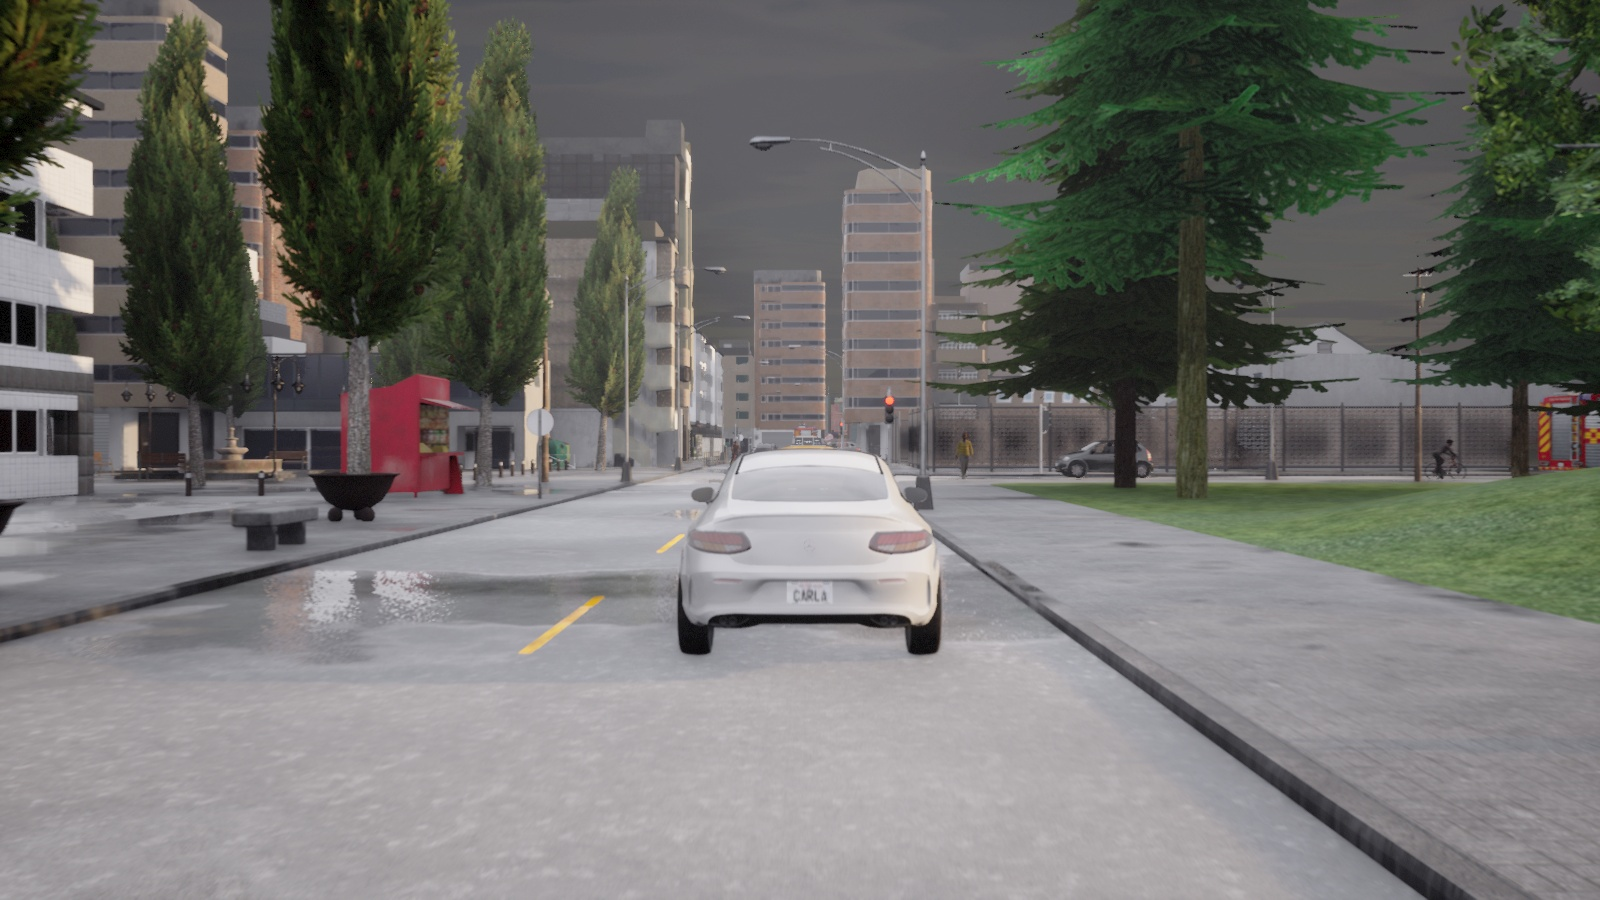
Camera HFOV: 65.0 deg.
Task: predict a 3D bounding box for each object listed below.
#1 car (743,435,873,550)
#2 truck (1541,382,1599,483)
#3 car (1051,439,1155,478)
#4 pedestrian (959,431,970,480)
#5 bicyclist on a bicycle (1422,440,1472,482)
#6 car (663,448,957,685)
[{"bbox_3d":[0.128,0.573,19.986,1.801,1.575,5.366,0,0,0],"label":"car"},{"bbox_3d":[34.148,-0.668,49.275,8.468,3.827,2.891,0,0,-1],"label":"truck"},{"bbox_3d":[12.833,0.354,53.397,3.988,1.617,1.851,0,0,0],"label":"car"},{"bbox_3d":[6.224,0.200,47.549,0.370,1.835,0.726,0,0,5],"label":"pedestrian"},{"bbox_3d":[25.408,0.442,49.338,1.656,1.620,0.582,0,0,0],"label":"bicyclist on a bicycle"},{"bbox_3d":[0.072,0.715,10.079,1.812,1.442,4.674,0,0,0],"label":"car"}]
